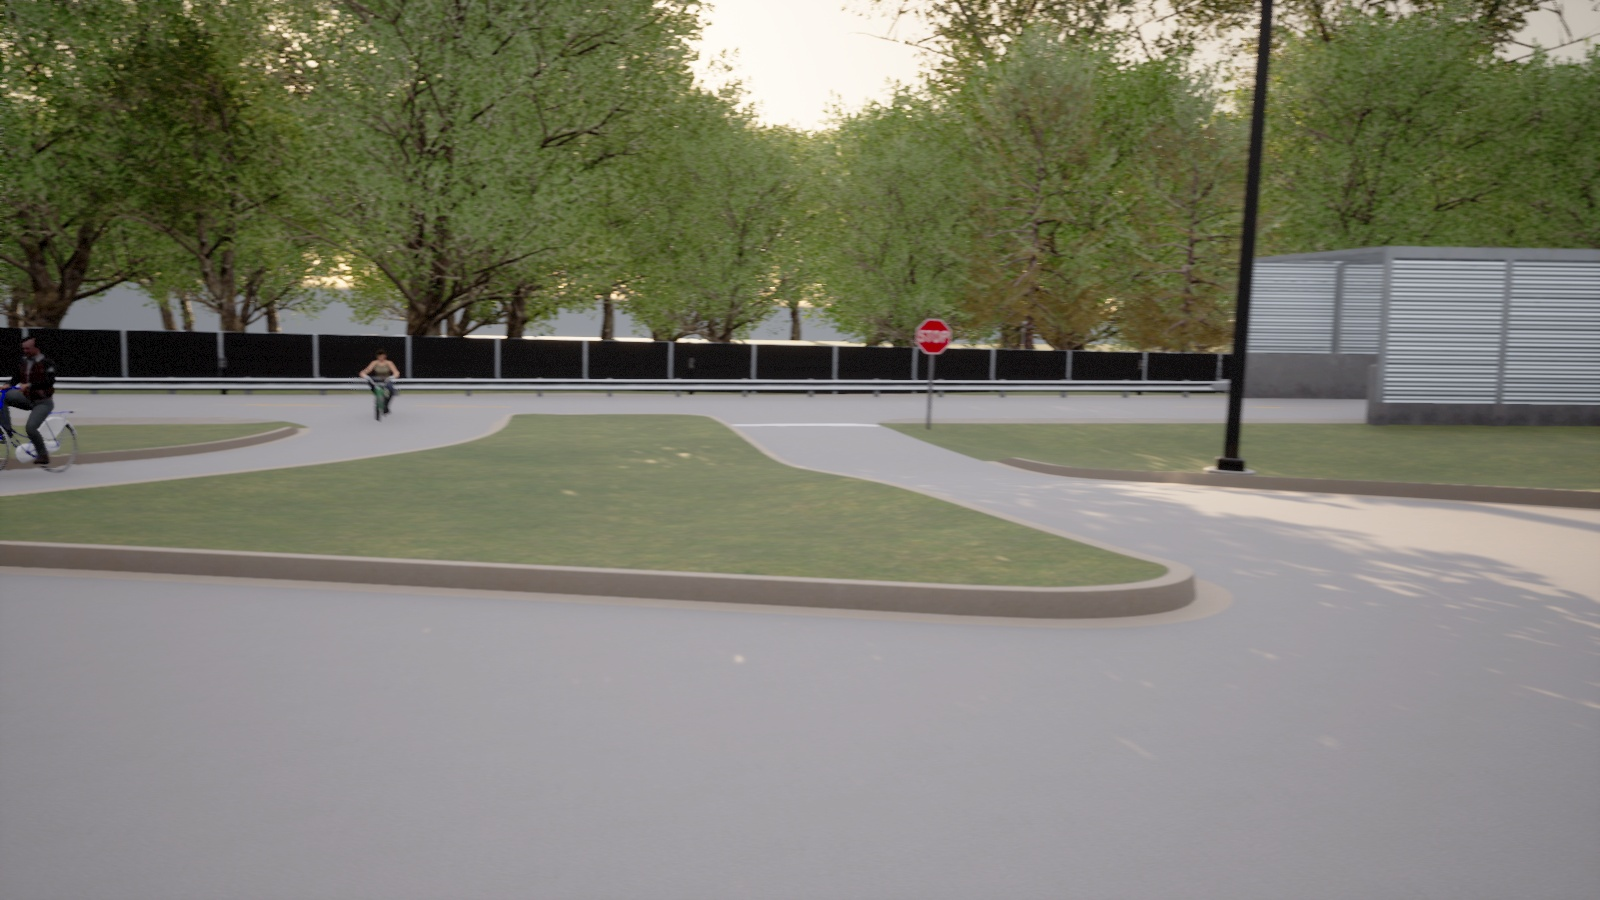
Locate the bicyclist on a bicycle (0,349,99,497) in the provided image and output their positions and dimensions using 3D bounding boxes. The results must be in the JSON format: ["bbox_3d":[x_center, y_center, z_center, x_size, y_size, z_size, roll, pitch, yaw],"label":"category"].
[{"bbox_3d":[-9.764,-0.350,15.724,0.659,1.776,1.843,0,2,11],"label":"bicyclist on a bicycle"}]

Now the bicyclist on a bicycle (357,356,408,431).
[{"bbox_3d":[-9.601,-1.320,28.913,0.866,1.612,1.509,0,8,-10],"label":"bicyclist on a bicycle"}]
